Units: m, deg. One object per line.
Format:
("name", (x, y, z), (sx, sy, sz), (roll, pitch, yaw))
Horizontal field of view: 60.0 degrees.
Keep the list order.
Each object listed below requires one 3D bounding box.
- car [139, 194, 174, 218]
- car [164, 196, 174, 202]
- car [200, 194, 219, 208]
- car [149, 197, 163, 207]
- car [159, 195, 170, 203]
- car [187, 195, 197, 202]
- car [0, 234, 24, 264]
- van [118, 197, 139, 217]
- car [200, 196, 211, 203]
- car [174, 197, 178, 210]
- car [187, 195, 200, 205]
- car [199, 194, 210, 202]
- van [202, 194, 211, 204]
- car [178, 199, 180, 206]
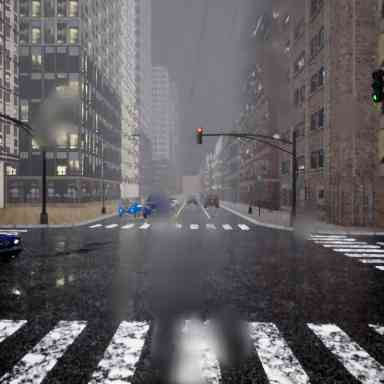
("car", (-3.077, 1.227, 30.279), (2.150, 2.045, 5.566), (0, 0, 0))
("car", (-5.609, 1.589, 80.568), (2.008, 1.369, 4.403), (0, 0, 0))
("car", (2.737, 1.329, 47.255), (2.192, 1.841, 5.009), (0, 0, 0))
("car", (-5.637, 1.542, 52.643), (1.752, 1.417, 4.829), (0, 0, 0))
("car", (-5.620, 1.469, 69.466), (1.967, 1.590, 4.097), (0, 0, 0))
("car", (0.074, 1.419, 70.105), (2.033, 1.411, 5.357), (0, 0, 0))
("car", (-7.408, 1.492, 9.940), (4.718, 1.301, 1.895), (1, 0, 23))
("van", (-5.660, 1.347, 30.609), (1.690, 1.788, 3.998), (0, 0, 0))
("car", (2.761, 1.579, 69.458), (2.008, 1.369, 4.403), (0, 0, 0))
("car", (-3.057, 1.611, 40.621), (1.895, 1.301, 4.718), (0, 0, 0))
("car", (0.065, 1.623, 60.129), (1.895, 1.301, 4.718), (0, 0, 0))
("car", (2.765, 1.348, 75.009), (2.192, 1.841, 5.009), (0, 0, 0))
("van", (2.754, 1.366, 63.908), (1.690, 1.788, 3.998), (0, 0, 0))
("car", (-3.026, 1.542, 51.924), (1.812, 1.442, 4.674), (0, 0, 0))
